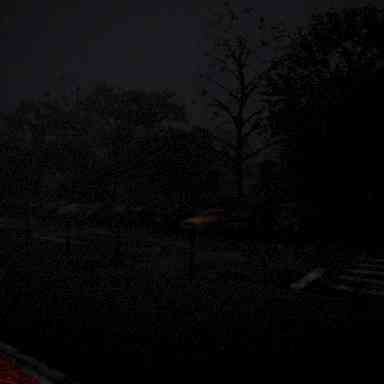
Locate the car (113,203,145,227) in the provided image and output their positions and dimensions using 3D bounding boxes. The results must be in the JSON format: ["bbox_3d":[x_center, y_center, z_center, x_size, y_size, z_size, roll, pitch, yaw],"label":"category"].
[{"bbox_3d":[-3.104,1.739,24.940,2.231,1.521,4.892,0,0,35],"label":"car"}]

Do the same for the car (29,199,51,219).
[{"bbox_3d":[-12.151,1.686,31.375,2.097,1.535,5.008,0,0,35],"label":"car"}]

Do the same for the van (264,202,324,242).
[{"bbox_3d":[5.878,1.568,18.416,1.878,1.987,4.442,0,0,35],"label":"van"}]

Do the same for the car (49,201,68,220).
[{"bbox_3d":[-9.887,1.739,29.769,2.002,1.452,4.674,0,0,35],"label":"car"}]

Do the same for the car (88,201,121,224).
[{"bbox_3d":[-5.359,1.724,26.558,2.097,1.535,5.008,0,0,35],"label":"car"}]

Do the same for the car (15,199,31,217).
[{"bbox_3d":[-14.413,1.714,32.986,2.002,1.452,4.674,0,0,35],"label":"car"}]

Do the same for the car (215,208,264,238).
[{"bbox_3d":[3.702,1.809,20.144,2.163,1.488,4.792,0,0,35],"label":"car"}]

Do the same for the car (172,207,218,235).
[{"bbox_3d":[1.314,1.762,21.578,1.946,1.575,5.366,0,0,35],"label":"car"}]

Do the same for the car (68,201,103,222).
[{"bbox_3d":[-7.605,1.586,28.187,2.185,1.767,4.553,0,0,35],"label":"car"}]

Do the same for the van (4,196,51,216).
[{"bbox_3d":[-16.604,1.436,34.691,1.878,1.987,4.442,0,0,35],"label":"van"}]

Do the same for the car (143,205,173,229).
[{"bbox_3d":[-0.823,1.781,23.361,2.163,1.488,4.792,0,0,35],"label":"car"}]

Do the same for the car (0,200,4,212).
[{"bbox_3d":[-21.212,1.667,37.790,2.163,1.488,4.792,0,0,35],"label":"car"}]
